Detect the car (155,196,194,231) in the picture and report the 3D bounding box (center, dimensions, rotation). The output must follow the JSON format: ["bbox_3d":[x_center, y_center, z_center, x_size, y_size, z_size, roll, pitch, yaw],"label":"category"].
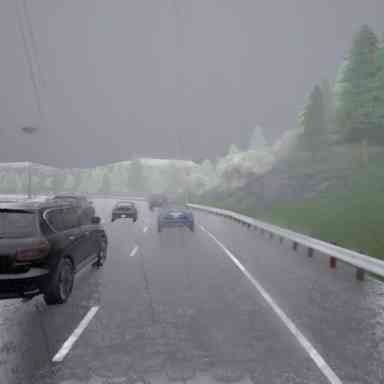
[{"bbox_3d":[-1.092,1.355,20.589,2.097,1.767,4.553,0,0,-6],"label":"car"}]

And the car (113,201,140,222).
[{"bbox_3d":[-5.319,1.516,26.674,1.837,1.490,4.892,0,0,-7],"label":"car"}]

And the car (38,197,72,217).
[{"bbox_3d":[-13.261,1.380,32.411,2.097,1.767,4.553,0,0,-9],"label":"car"}]

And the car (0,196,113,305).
[{"bbox_3d":[-3.666,1.229,8.193,2.150,2.045,5.566,0,0,-2],"label":"car"}]

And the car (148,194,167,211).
[{"bbox_3d":[-4.175,1.231,41.191,2.150,2.045,5.566,0,0,-11],"label":"car"}]
